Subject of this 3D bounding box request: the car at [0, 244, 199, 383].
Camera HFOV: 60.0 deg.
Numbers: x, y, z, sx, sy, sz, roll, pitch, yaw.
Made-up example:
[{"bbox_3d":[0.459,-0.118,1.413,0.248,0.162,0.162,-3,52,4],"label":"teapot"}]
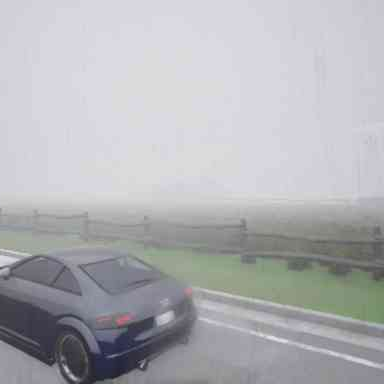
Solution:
[{"bbox_3d":[-1.970,1.579,5.393,4.181,1.385,1.994,0,0,35],"label":"car"}]
